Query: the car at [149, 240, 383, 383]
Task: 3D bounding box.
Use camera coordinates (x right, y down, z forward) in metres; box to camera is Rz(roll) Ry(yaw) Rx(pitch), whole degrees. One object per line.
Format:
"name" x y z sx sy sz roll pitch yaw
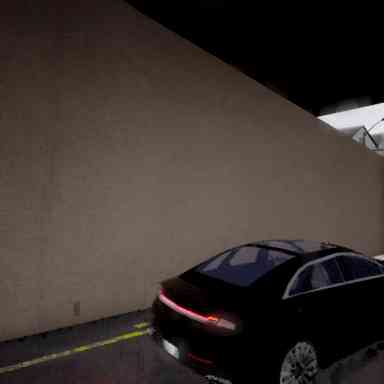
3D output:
"car" 1.745 1.492 5.031 4.902 1.511 2.128 0 0 -35
